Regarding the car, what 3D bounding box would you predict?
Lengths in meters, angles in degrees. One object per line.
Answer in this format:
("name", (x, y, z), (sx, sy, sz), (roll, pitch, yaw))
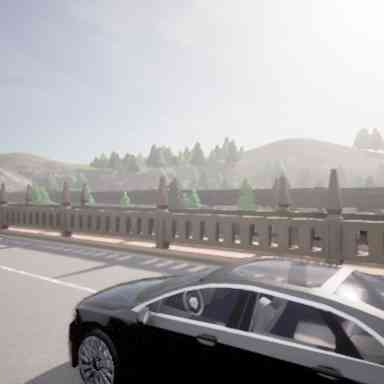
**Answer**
("car", (0.665, 1.498, 3.528), (4.902, 1.511, 2.128), (0, 0, 35))
